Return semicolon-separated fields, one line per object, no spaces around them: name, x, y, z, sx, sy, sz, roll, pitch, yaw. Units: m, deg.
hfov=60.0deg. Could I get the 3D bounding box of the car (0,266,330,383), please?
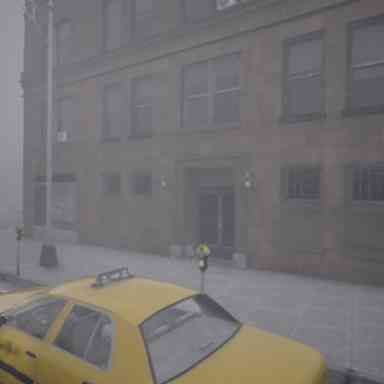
car;-1.051;1.522;3.701;4.829;1.417;1.752;0;1;36
